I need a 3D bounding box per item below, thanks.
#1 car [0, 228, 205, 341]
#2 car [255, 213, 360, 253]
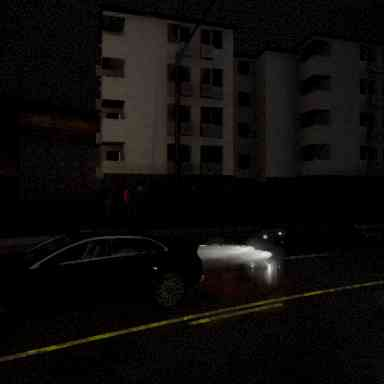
[{"bbox_3d":[-2.086,1.493,6.477,4.902,1.511,2.128,0,0,-30],"label":"car"},{"bbox_3d":[4.723,1.564,13.610,4.181,1.385,1.994,0,0,-20],"label":"car"}]
